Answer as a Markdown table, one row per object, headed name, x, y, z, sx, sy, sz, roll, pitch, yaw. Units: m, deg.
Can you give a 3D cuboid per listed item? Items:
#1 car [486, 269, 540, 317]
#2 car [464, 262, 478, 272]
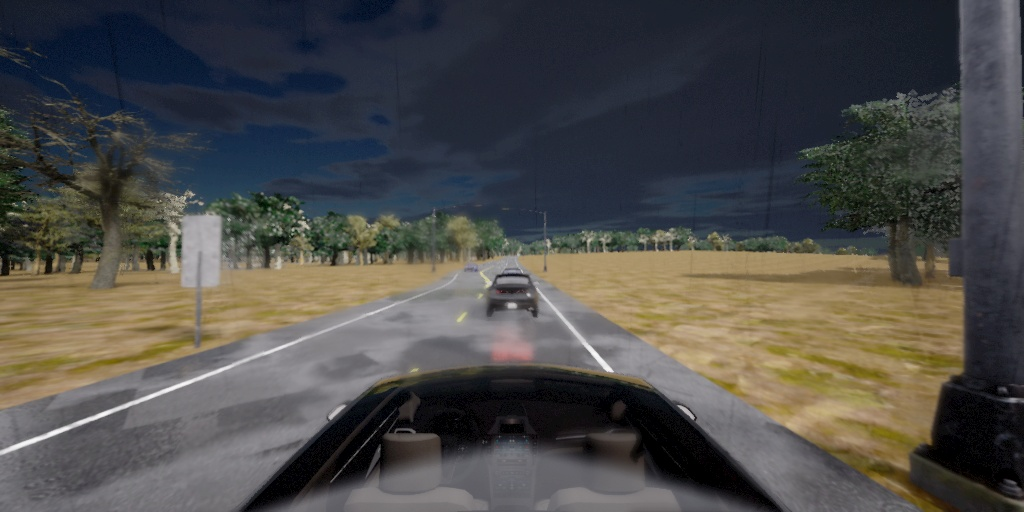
| name | x | y | z | sx | sy | sz | roll | pitch | yaw |
| --- | --- | --- | --- | --- | --- | --- | --- | --- | --- |
| car | 0.039 | 1.416 | 13.990 | 1.837 | 1.490 | 4.892 | 0 | -1 | 1 |
| car | -6.833 | 1.805 | 60.399 | 2.097 | 1.767 | 4.553 | 0 | 0 | -2 |
